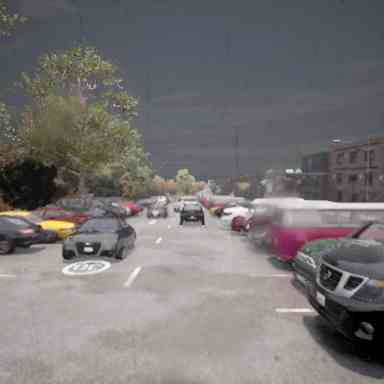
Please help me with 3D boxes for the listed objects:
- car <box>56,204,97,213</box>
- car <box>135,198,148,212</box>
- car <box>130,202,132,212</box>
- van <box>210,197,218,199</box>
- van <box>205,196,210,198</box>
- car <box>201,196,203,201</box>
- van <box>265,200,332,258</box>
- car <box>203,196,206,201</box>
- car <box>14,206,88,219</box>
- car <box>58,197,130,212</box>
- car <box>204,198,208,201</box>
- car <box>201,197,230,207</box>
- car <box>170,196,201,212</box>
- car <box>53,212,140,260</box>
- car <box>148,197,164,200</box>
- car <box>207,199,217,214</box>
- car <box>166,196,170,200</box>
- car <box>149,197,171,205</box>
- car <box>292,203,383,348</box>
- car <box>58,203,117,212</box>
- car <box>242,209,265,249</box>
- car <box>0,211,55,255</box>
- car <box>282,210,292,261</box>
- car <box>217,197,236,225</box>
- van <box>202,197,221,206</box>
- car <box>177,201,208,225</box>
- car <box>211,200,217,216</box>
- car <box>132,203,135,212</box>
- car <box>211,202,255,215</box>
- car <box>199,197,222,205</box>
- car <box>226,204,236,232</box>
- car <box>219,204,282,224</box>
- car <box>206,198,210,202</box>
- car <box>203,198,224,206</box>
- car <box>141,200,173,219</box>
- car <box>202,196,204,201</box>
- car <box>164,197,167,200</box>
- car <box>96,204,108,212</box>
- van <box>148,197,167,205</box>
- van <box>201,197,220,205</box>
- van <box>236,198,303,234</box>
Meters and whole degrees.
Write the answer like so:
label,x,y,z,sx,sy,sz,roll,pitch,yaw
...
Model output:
label,x,y,z,sx,sy,sz,roll,pitch,yaw
car,-8.345,1.654,18.926,5.008,1.535,2.097,0,-1,0
car,-8.353,1.620,38.298,5.566,2.045,2.435,0,-1,0
car,-8.363,1.770,30.065,5.008,1.535,2.097,0,-1,0
van,4.810,1.685,41.487,4.442,1.987,1.878,0,-1,0
van,4.791,1.832,52.699,4.442,1.987,1.878,0,-1,0
car,4.685,1.953,63.912,5.566,2.045,2.435,0,-1,0
van,4.856,1.345,10.655,4.442,1.987,1.878,0,-1,0
car,4.639,1.969,55.501,4.553,1.767,2.185,0,-1,0
car,-8.161,1.623,16.140,5.366,1.575,1.946,0,-1,0
car,-8.336,1.487,27.281,5.566,2.045,2.435,0,-1,0
car,4.685,2.021,49.893,5.008,1.535,2.097,0,-1,0
car,4.681,1.989,66.715,5.566,2.045,2.435,0,-1,0
car,-0.915,1.676,43.237,2.150,2.045,5.566,1,-1,-14
car,-3.342,1.676,12.712,1.994,1.385,4.181,0,-1,0
car,-8.428,2.202,63.516,4.892,1.521,2.231,0,-1,0
car,4.517,1.835,35.878,5.366,1.575,1.946,0,-1,0
car,-8.474,2.131,77.397,5.566,2.045,2.435,0,-1,0
car,-8.434,2.270,88.500,5.566,2.045,2.435,0,-1,0
car,4.716,1.268,5.050,5.566,2.045,2.435,0,0,0
car,-8.388,1.738,24.495,4.792,1.488,2.163,0,-1,0
car,4.743,1.600,13.457,4.892,1.521,2.231,0,-1,0
car,-8.340,1.639,13.354,4.674,1.452,2.002,0,-1,0
car,4.774,1.418,7.850,4.553,1.767,2.185,0,-1,0
car,4.696,1.430,21.869,5.566,2.045,2.435,0,-1,0
van,4.517,2.161,77.927,4.442,1.987,1.878,0,-1,0
car,0.033,1.730,26.875,1.882,1.535,5.008,0,0,0
car,4.712,1.803,33.078,5.008,1.535,2.097,0,-1,0
car,-8.370,1.840,32.725,4.674,1.452,2.002,0,-1,0
car,4.668,1.904,38.681,4.792,1.488,2.163,0,-1,0
car,4.653,2.209,83.534,5.566,2.045,2.435,0,-1,0
car,4.734,1.653,19.063,5.008,1.535,2.097,0,-1,0
car,4.745,1.768,27.471,4.792,1.488,2.163,0,-1,0
car,4.713,2.014,47.090,4.792,1.488,2.163,0,-1,0
car,4.612,2.188,72.319,4.553,1.767,2.185,0,-1,0
car,-3.341,1.816,33.070,2.128,1.511,4.902,0,-1,0
car,4.692,2.042,61.107,4.553,1.767,2.185,0,-1,0
car,-8.242,2.234,66.293,5.366,1.575,1.946,0,-1,0
car,-8.325,1.711,21.711,4.792,1.488,2.163,0,-1,0
van,-8.571,2.229,82.947,4.442,1.987,1.878,0,-1,0
van,4.513,2.198,80.730,4.442,1.987,1.878,0,-1,0
van,4.617,1.400,16.261,4.442,1.987,1.878,0,-1,0
